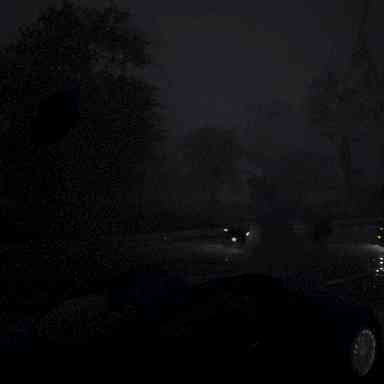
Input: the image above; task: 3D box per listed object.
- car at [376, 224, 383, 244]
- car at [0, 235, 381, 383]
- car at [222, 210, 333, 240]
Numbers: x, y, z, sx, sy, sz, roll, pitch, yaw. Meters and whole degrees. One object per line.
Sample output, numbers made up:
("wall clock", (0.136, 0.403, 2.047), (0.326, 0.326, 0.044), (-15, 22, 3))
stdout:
("car", (9.854, 1.549, 14.243), (4.181, 1.385, 1.994), (0, 0, -31))
("car", (0.243, 1.519, 3.770), (4.674, 1.442, 1.812), (0, 0, -35))
("car", (3.963, 1.524, 14.804), (5.357, 1.411, 2.033), (0, 0, -32))
